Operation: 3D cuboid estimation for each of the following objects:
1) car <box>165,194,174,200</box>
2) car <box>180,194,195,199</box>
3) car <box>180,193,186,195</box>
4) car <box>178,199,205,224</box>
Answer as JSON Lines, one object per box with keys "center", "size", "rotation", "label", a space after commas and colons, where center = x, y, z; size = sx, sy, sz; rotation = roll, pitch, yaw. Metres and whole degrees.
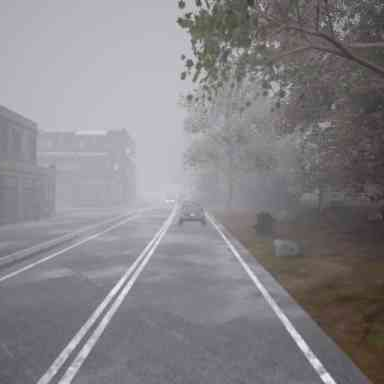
{"center": [-5.139, 1.110, 77.083], "size": [2.128, 1.511, 4.902], "rotation": [0, 1, -3], "label": "car"}
{"center": [-0.385, 1.396, 42.580], "size": [1.882, 1.535, 5.008], "rotation": [0, 0, -2], "label": "car"}
{"center": [-2.075, 0.937, 80.738], "size": [1.895, 1.301, 4.718], "rotation": [0, 1, -3], "label": "car"}
{"center": [-0.014, 1.518, 24.170], "size": [2.033, 1.411, 5.357], "rotation": [0, 0, -1], "label": "car"}
